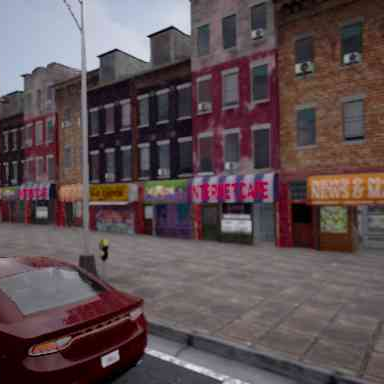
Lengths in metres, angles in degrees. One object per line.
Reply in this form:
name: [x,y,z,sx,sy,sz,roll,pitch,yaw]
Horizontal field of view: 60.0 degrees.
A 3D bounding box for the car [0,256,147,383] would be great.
car: [-2.653,1.599,4.715,4.507,1.381,1.887,-1,-1,36]
